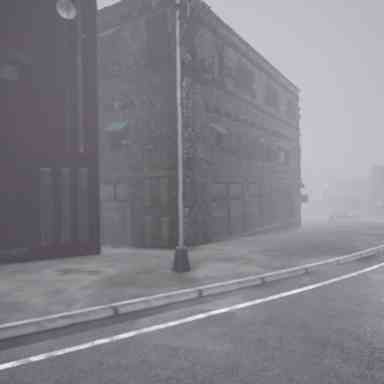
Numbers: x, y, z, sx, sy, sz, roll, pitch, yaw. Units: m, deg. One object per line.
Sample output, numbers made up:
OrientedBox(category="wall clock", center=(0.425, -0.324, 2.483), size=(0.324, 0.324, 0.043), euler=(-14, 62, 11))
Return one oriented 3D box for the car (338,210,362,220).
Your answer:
OrientedBox(category="car", center=(25.727, 3.664, 54.439), size=(2.097, 1.767, 4.553), euler=(-1, -4, -1))
